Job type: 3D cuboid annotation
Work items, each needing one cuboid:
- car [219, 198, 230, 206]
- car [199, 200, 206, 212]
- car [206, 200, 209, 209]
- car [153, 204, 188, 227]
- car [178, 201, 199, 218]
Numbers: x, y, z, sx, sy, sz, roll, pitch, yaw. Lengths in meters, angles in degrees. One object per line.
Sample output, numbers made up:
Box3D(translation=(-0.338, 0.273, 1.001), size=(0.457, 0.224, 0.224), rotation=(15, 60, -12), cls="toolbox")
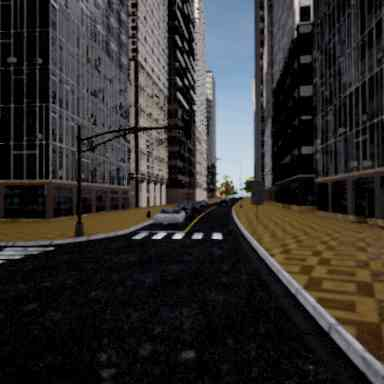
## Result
Box3D(translation=(6.515, 2.030, 66.293), size=(1.837, 1.490, 4.892), rotation=(-1, 0, 9), cls="car")
Box3D(translation=(0.331, 1.951, 44.590), size=(2.033, 1.411, 5.357), rotation=(0, 0, 7), cls="car")
Box3D(translation=(1.752, 2.025, 55.119), size=(2.033, 1.411, 5.357), rotation=(-1, 0, 8), cls="car")
Box3D(translation=(-1.648, 1.848, 24.910), size=(1.895, 1.301, 4.718), rotation=(0, -1, 5), cls="car")
Box3D(translation=(-0.809, 1.815, 34.220), size=(2.128, 1.511, 4.902), rotation=(0, 0, 6), cls="car")
